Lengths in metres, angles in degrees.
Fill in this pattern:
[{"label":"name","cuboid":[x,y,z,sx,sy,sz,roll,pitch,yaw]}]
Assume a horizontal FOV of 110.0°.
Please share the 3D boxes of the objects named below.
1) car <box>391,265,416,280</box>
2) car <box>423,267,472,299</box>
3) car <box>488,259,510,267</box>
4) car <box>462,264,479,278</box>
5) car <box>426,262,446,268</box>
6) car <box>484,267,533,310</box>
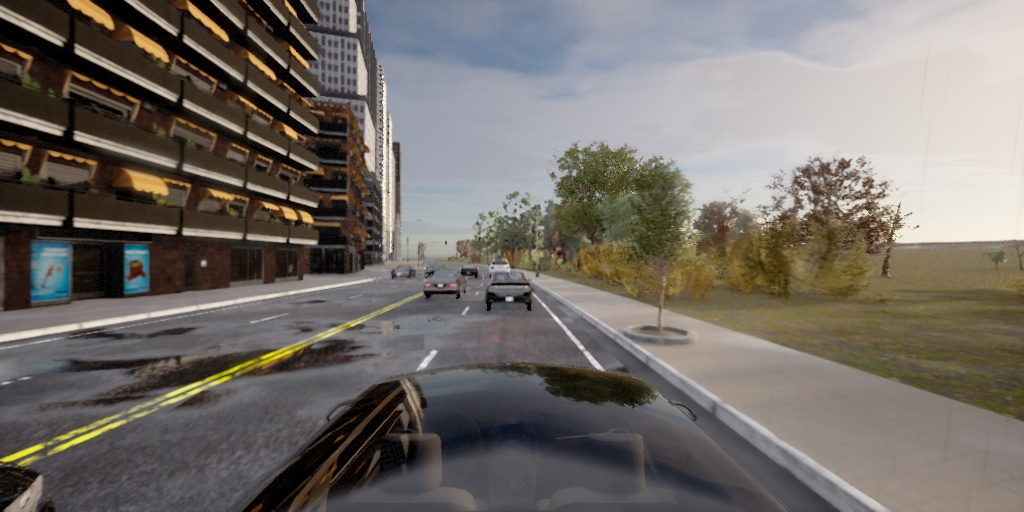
[{"label":"car","cuboid":[-11.287,1.650,37.614,2.128,1.511,4.902,0,-1,-4]},{"label":"car","cuboid":[-3.543,1.502,19.724,2.033,1.411,5.357,0,-1,-2]},{"label":"car","cuboid":[-1.408,1.383,38.925,2.150,2.045,5.566,0,-1,-4]},{"label":"car","cuboid":[-4.788,1.658,40.337,1.882,1.535,5.008,0,-1,-5]},{"label":"car","cuboid":[-8.110,1.517,38.656,2.097,1.767,4.553,0,-1,-5]},{"label":"car","cuboid":[-0.167,1.398,15.659,2.128,1.511,4.902,0,-1,-2]}]
